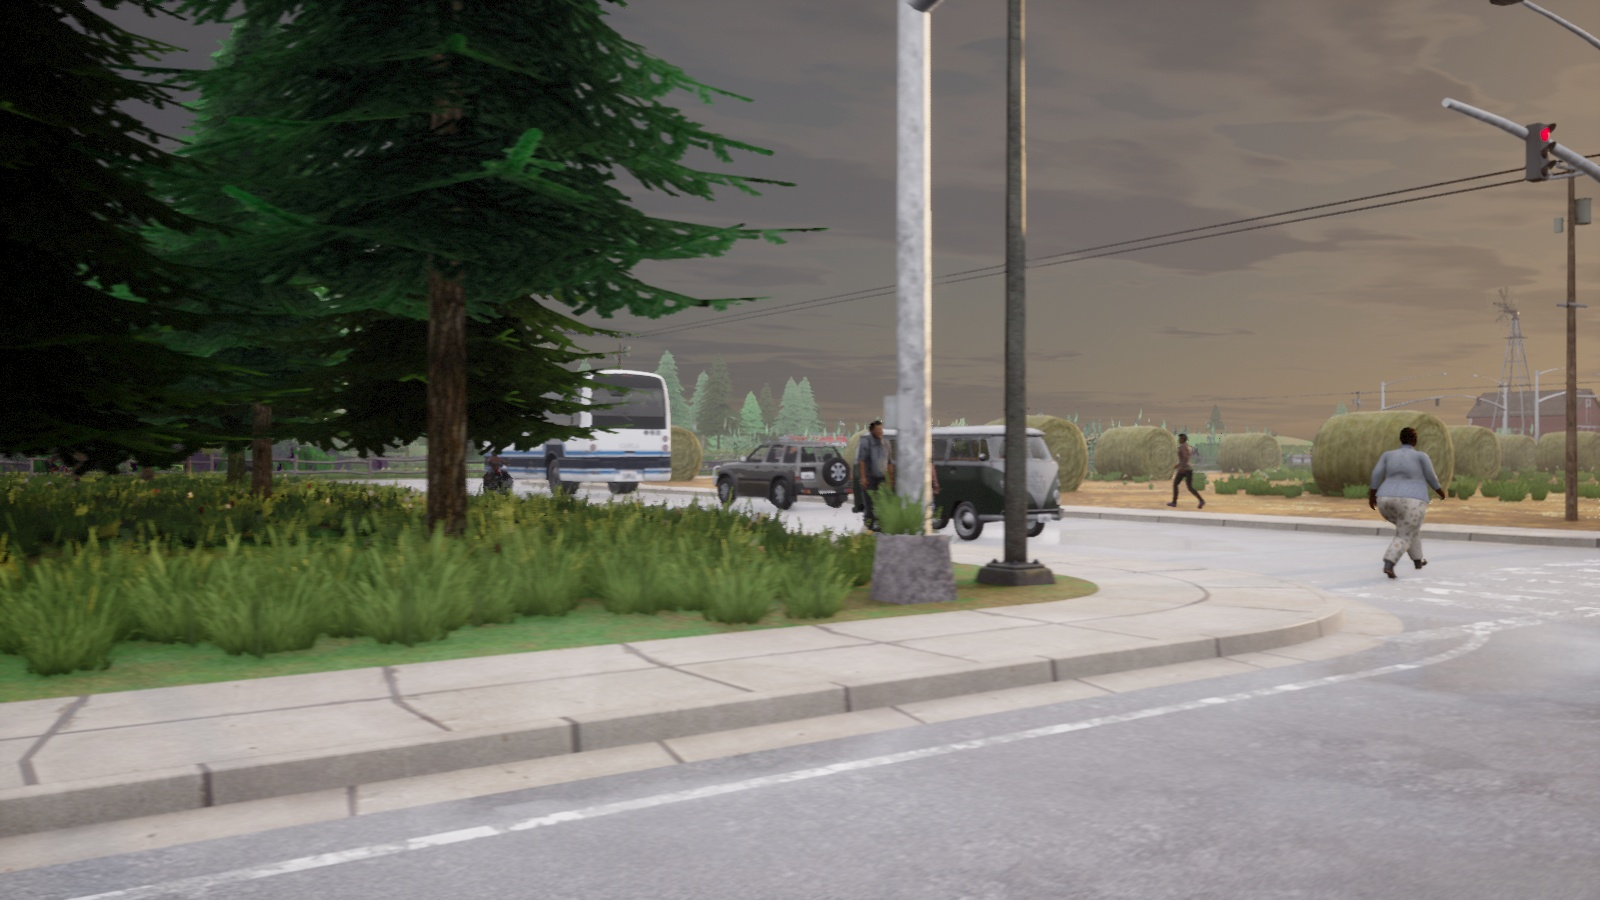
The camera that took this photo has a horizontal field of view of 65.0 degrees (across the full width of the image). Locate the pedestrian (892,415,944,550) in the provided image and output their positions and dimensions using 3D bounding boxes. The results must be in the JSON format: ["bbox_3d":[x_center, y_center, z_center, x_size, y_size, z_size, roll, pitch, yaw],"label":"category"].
[{"bbox_3d":[1.629,0.442,17.396,0.354,1.836,0.706,0,0,-31],"label":"pedestrian"}]

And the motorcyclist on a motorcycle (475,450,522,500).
[{"bbox_3d":[-10.150,0.813,42.195,0.766,1.649,2.350,0,0,-34],"label":"motorcyclist on a motorcycle"}]

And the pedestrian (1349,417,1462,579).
[{"bbox_3d":[7.201,0.549,14.948,0.900,1.855,0.874,0,0,-34],"label":"pedestrian"}]

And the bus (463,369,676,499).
[{"bbox_3d":[-8.795,-0.514,46.455,3.944,4.253,10.273,0,0,-34],"label":"bus"}]

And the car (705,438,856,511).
[{"bbox_3d":[-0.612,0.632,34.238,1.932,1.855,4.605,0,0,-34],"label":"car"}]

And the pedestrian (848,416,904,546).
[{"bbox_3d":[1.100,0.445,18.259,0.540,1.848,0.694,0,0,-23],"label":"pedestrian"}]

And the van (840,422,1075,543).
[{"bbox_3d":[2.751,0.542,22.925,1.775,1.987,4.442,0,0,-34],"label":"van"}]

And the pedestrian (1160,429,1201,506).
[{"bbox_3d":[8.984,0.407,29.651,0.328,1.805,0.869,0,0,-43],"label":"pedestrian"}]
